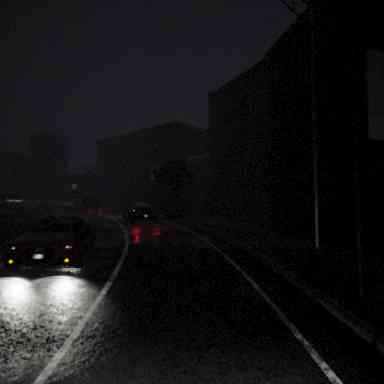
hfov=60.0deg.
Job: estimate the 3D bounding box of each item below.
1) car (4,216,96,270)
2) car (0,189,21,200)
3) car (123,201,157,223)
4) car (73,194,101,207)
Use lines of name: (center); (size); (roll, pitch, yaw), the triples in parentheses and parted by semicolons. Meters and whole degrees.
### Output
car: (-4.343, 1.504, 10.801); (1.994, 1.385, 4.181); (0, 1, -8)
car: (-25.399, 0.295, 45.751); (4.181, 1.385, 1.994); (3, -1, 34)
car: (-3.812, 1.355, 24.064); (1.812, 1.442, 4.674); (1, 0, -20)
car: (-12.294, 0.934, 38.654); (2.128, 1.511, 4.902); (3, 0, -39)
